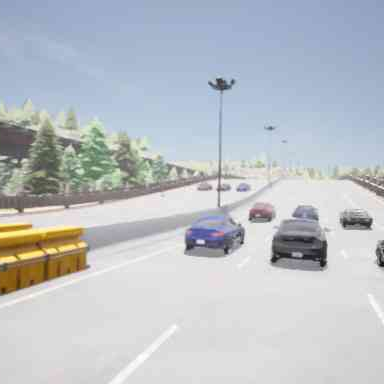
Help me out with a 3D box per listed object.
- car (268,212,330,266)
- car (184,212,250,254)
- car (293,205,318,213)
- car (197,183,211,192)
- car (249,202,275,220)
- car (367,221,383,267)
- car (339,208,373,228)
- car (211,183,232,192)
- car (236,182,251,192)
[{"bbox_3d":[4.184,1.785,12.869,1.837,1.490,4.892,1,0,20],"label":"car"},{"bbox_3d":[1.109,1.742,14.649,1.812,1.442,4.674,1,0,20],"label":"car"},{"bbox_3d":[9.158,1.746,26.908,1.994,1.385,4.181,1,3,20],"label":"car"},{"bbox_3d":[2.311,-0.949,60.085,1.812,1.442,4.674,1,6,20],"label":"car"},{"bbox_3d":[6.038,1.612,28.559,1.812,1.442,4.674,1,3,20],"label":"car"},{"bbox_3d":[6.716,1.855,9.609,2.033,1.411,5.357,1,-1,20],"label":"car"},{"bbox_3d":[12.194,1.881,25.029,1.895,1.301,4.718,1,2,20],"label":"car"},{"bbox_3d":[5.626,-0.857,58.957,2.033,1.411,5.357,1,6,20],"label":"car"},{"bbox_3d":[8.992,-0.874,58.001,1.882,1.535,5.008,1,6,20],"label":"car"}]
